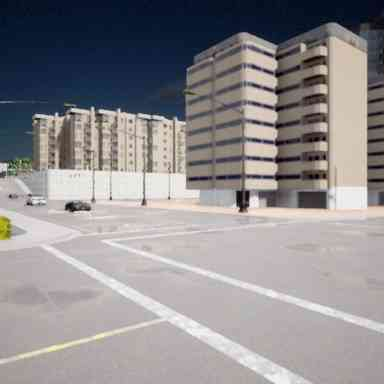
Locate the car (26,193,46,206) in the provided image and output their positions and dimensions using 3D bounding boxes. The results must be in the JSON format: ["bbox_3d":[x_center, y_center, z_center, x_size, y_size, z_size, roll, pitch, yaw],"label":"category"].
[{"bbox_3d":[-25.854,1.199,55.032,2.150,2.045,5.566,0,0,-36],"label":"car"}]

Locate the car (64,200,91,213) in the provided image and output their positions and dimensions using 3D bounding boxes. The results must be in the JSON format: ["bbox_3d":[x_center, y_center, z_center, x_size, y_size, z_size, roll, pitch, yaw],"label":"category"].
[{"bbox_3d":[-12.789,1.551,37.110,1.994,1.385,4.181,0,0,-36],"label":"car"}]
